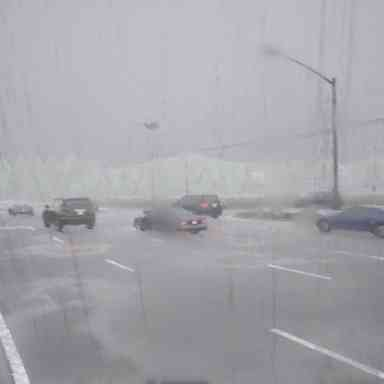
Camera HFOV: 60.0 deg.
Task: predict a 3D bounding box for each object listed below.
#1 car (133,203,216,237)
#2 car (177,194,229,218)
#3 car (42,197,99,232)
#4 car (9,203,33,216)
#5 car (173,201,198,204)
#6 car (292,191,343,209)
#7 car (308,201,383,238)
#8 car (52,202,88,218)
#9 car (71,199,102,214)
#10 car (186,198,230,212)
[{"bbox_3d":[-1.345,1.563,18.234,2.033,1.411,5.357,-1,0,-36],"label":"car"},{"bbox_3d":[0.201,1.209,28.092,2.150,2.045,5.566,-1,0,-36],"label":"car"},{"bbox_3d":[-8.076,1.357,21.615,2.150,2.045,5.566,-1,0,-36],"label":"car"},{"bbox_3d":[-18.933,1.892,36.797,1.994,1.385,4.181,-1,0,-36],"label":"car"},{"bbox_3d":[-1.938,1.626,25.078,1.895,1.301,4.718,-1,0,-36],"label":"car"},{"bbox_3d":[14.164,0.956,37.412,5.566,2.045,2.150,-1,0,-7],"label":"car"},{"bbox_3d":[8.465,1.367,16.534,1.812,1.442,4.674,-1,0,-35],"label":"car"},{"bbox_3d":[-12.478,1.760,33.793,2.033,1.411,5.357,-1,0,-36],"label":"car"},{"bbox_3d":[-12.873,1.711,40.352,2.128,1.511,4.902,-1,0,-36],"label":"car"},{"bbox_3d":[1.858,1.481,38.206,4.674,1.442,1.812,-1,0,13],"label":"car"}]
